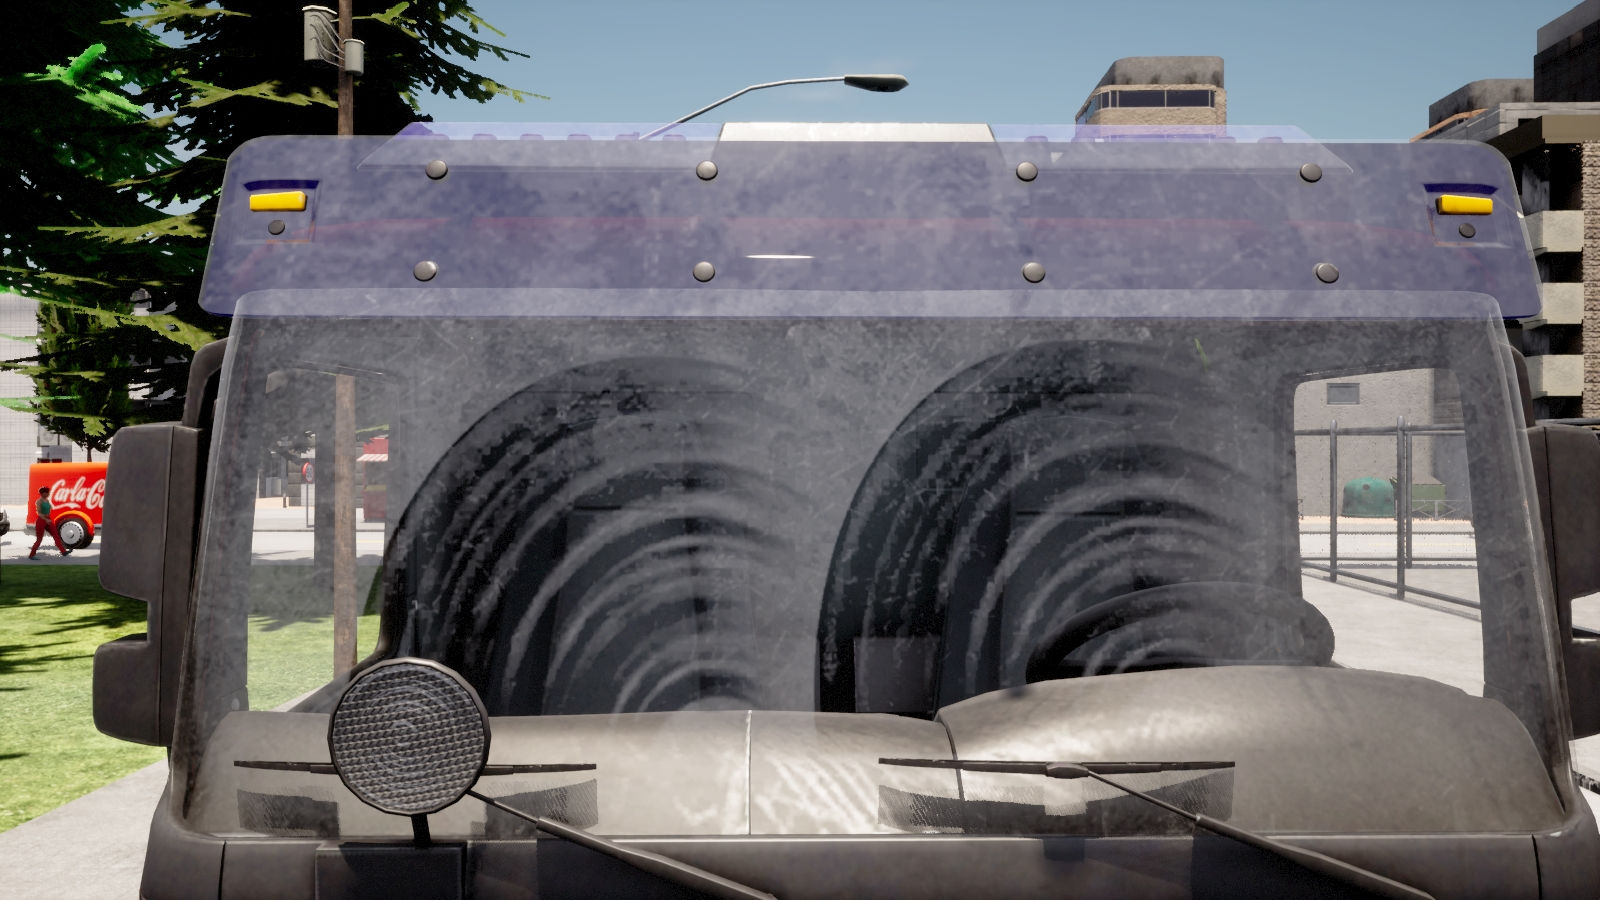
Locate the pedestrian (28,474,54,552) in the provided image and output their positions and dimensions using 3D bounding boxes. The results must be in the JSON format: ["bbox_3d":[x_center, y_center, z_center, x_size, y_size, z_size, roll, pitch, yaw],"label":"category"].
[{"bbox_3d":[-18.369,1.523,27.657,0.375,1.860,0.375,0,0,2],"label":"pedestrian"}]

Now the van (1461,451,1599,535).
[{"bbox_3d":[24.242,1.314,35.747,5.915,2.561,1.988,0,0,1],"label":"van"}]

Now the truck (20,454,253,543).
[{"bbox_3d":[-19.012,1.348,32.943,5.204,2.467,2.627,0,0,1],"label":"truck"}]

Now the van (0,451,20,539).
[{"bbox_3d":[-26.239,1.314,33.169,5.915,2.561,1.988,0,0,2],"label":"van"}]

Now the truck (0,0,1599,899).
[{"bbox_3d":[0.092,0.670,5.580,2.891,3.827,8.468,0,0,-1],"label":"truck"}]
